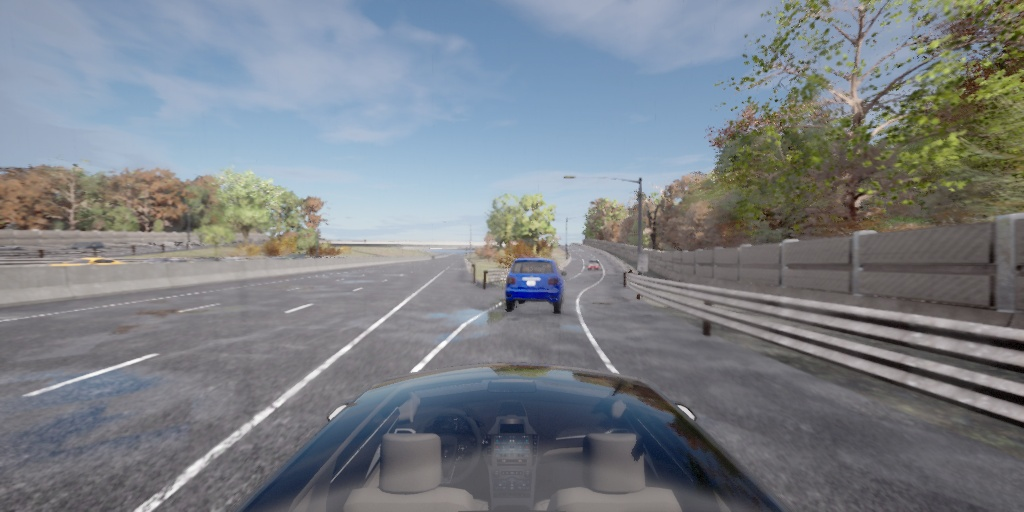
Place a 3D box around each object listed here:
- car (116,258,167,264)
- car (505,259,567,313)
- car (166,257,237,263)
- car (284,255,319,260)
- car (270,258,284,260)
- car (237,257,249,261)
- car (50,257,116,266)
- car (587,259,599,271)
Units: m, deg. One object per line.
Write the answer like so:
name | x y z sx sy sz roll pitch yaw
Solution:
car | -29.578 0.921 30.224 2.128 1.511 4.902 1 0 -7
car | 1.132 1.192 15.571 2.150 2.045 5.566 1 -2 10
car | -26.074 0.971 30.417 1.837 1.490 4.892 1 0 -7
car | -28.542 0.935 49.085 2.128 1.511 4.902 1 0 -7
car | -32.014 0.933 48.673 1.812 1.442 4.674 1 0 -7
car | -35.107 0.900 45.306 1.812 1.442 4.674 1 0 -7
car | -32.788 0.873 27.805 1.882 1.535 5.008 1 0 -8
car | 13.909 1.797 61.458 1.895 1.301 4.718 1 2 13
